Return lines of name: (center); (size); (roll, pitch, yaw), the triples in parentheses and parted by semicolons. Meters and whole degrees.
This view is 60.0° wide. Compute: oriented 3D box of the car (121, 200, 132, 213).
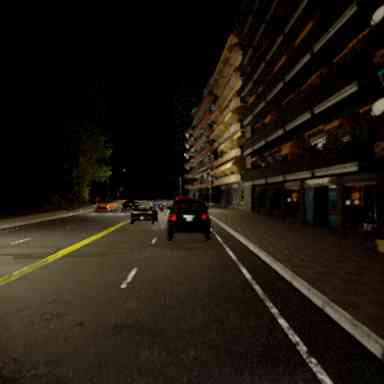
car: (-8.024, 1.878, 43.208); (1.837, 1.490, 4.892); (0, -1, -3)

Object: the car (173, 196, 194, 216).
car: (-1.042, 1.531, 37.483); (2.150, 2.045, 5.566); (0, 0, -3)

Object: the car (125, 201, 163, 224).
car: (-3.758, 1.717, 26.662); (2.128, 1.511, 4.902); (0, 0, -2)

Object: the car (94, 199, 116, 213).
car: (-11.294, 1.731, 43.462); (2.097, 1.767, 4.553); (0, 0, -3)

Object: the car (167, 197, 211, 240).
car: (-0.202, 1.372, 18.233); (2.150, 2.045, 5.566); (0, 0, -2)
